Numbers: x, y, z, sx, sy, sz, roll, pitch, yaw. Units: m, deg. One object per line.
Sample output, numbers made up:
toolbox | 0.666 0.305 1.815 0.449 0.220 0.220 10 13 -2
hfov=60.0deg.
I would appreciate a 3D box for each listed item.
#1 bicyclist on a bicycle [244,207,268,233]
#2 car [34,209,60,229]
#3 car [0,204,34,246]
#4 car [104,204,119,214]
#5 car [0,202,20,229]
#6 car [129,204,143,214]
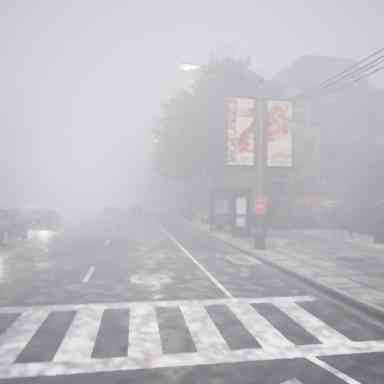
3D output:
bicyclist on a bicycle | 4.122 1.827 21.533 1.656 1.620 0.582 1 -1 -10
car | -11.163 1.941 24.709 1.994 1.385 4.181 1 -1 -10
car | -9.626 1.569 16.215 2.097 1.767 4.553 1 -1 -10
car | -11.884 2.490 49.229 1.895 1.301 4.718 1 -1 -10
car | -14.733 1.680 24.823 2.097 1.767 4.553 1 -1 -10
car | -8.430 2.513 49.779 1.994 1.385 4.181 1 -1 -10
